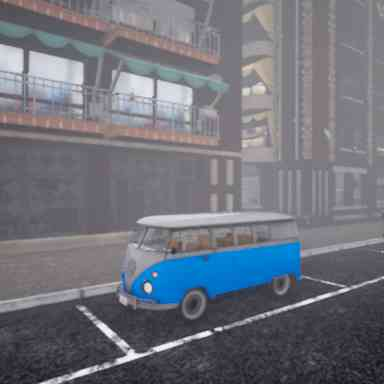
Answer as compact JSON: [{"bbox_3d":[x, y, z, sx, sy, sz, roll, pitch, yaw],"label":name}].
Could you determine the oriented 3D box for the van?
[{"bbox_3d":[0.534,1.336,6.937,3.998,1.788,1.690,0,0,-36],"label":"van"}]
